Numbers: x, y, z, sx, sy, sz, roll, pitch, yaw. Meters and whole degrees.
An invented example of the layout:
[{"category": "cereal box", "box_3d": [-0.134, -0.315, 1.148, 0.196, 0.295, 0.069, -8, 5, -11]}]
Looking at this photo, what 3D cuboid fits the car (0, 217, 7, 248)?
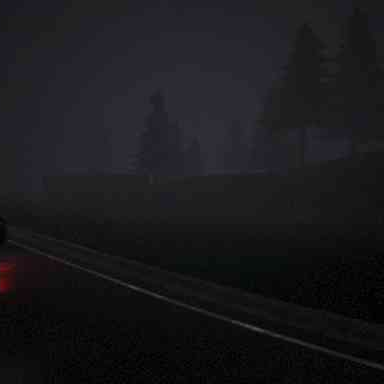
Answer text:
[{"category": "car", "box_3d": [-8.110, 1.118, 11.678, 4.902, 1.511, 2.128, 2, 1, 44]}]
